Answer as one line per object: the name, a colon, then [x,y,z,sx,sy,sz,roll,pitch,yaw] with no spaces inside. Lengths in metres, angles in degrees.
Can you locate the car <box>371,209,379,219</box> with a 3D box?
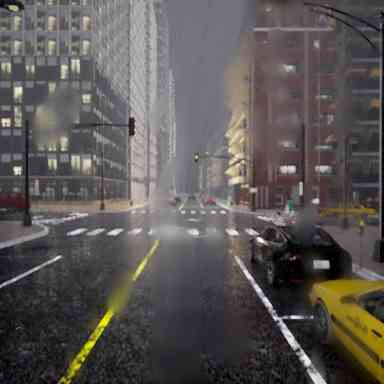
car: [18.550,1.641,28.767,4.553,1.767,2.097,1,0,0]

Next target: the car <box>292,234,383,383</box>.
car: [2.693,1.515,3.486,1.752,1.417,4.829,0,0,0]

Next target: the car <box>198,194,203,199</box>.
car: [2.698,1.383,63.939,2.008,1.369,4.403,0,0,0]

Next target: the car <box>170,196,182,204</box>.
car: [-3.044,1.399,62.693,1.994,1.385,4.181,0,0,1]

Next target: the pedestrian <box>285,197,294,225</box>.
pedestrian: [5.045,1.091,17.057,0.375,1.860,0.375,0,0,0]

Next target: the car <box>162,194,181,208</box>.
car: [-3.083,1.420,46.430,2.033,1.411,5.357,0,0,0]

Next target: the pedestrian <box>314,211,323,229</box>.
pedestrian: [6.311,1.093,16.456,0.375,1.860,0.375,0,0,0]

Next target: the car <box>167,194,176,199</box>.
car: [-5.680,1.324,92.182,2.008,1.369,4.403,0,0,0]

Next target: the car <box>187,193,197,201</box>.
car: [0.008,1.327,73.620,1.812,1.442,4.674,0,0,0]

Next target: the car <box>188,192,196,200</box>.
car: [0.009,0.977,83.592,2.097,1.767,4.553,0,0,0]

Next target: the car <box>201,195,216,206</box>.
car: [2.747,1.443,51.022,1.802,1.307,4.206,0,0,0]

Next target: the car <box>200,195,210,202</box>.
car: [2.699,1.370,69.587,2.008,1.369,4.403,0,0,0]

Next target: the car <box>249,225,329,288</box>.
car: [2.693,1.539,8.999,1.947,1.339,4.313,0,0,0]

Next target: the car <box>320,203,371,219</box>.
car: [14.646,1.743,31.338,4.829,1.417,1.752,1,-1,0]

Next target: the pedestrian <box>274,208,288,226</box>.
pedestrian: [4.215,1.528,15.857,0.375,1.300,0.375,0,0,0]

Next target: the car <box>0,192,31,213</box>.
car: [-17.690,0.937,31.061,5.009,1.841,2.192,1,-1,0]
